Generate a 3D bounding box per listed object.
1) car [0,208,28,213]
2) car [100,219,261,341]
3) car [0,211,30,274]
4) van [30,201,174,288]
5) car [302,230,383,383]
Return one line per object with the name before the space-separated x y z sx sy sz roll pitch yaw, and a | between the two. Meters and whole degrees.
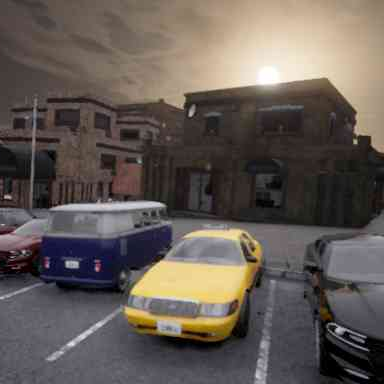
car | -6.730 1.368 12.204 2.185 1.767 4.553 0 -1 15
car | 0.427 1.472 6.934 1.946 1.575 5.366 0 -1 16
car | -4.309 1.489 10.529 2.097 1.535 5.008 0 -1 15
van | -1.883 1.259 8.934 1.878 1.987 4.442 0 -1 15
car | 2.872 1.472 5.414 2.097 1.535 5.008 0 -1 16
